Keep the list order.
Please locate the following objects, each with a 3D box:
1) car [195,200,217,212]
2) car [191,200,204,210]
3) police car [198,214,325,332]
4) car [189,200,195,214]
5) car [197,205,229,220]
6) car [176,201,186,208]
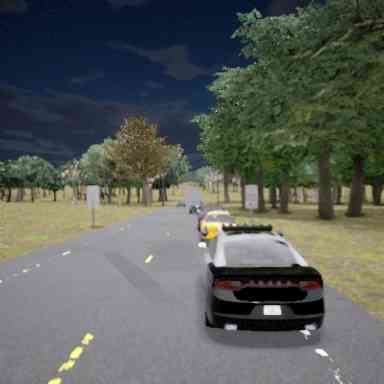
[{"bbox_3d":[1.425,1.643,23.192,2.097,1.767,4.553,0,-1,1],"label":"car"},{"bbox_3d":[0.894,2.179,56.743,2.097,1.767,4.553,0,-1,1],"label":"car"},{"bbox_3d":[1.183,1.512,7.326,1.930,1.638,5.238,0,-1,1],"label":"police car"},{"bbox_3d":[0.733,1.963,44.363,2.097,1.767,4.553,0,-1,1],"label":"car"},{"bbox_3d":[1.338,1.671,17.407,1.801,1.575,5.366,0,-1,1],"label":"car"},{"bbox_3d":[-2.351,2.711,73.353,1.994,1.385,4.181,0,-1,1],"label":"car"}]
